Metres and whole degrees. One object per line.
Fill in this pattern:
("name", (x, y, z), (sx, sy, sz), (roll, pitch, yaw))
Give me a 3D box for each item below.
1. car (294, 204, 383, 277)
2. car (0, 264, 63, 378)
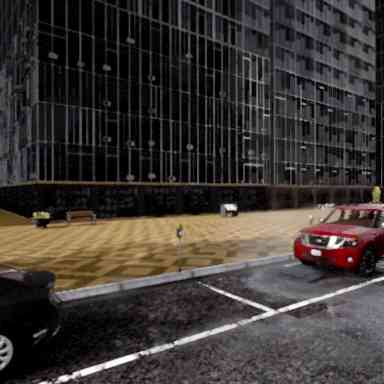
("car", (5.386, 1.311, 10.402), (5.009, 1.841, 2.192), (0, 0, -35))
("car", (-3.844, 1.552, 3.821), (4.403, 1.369, 2.008), (0, 0, -35))
